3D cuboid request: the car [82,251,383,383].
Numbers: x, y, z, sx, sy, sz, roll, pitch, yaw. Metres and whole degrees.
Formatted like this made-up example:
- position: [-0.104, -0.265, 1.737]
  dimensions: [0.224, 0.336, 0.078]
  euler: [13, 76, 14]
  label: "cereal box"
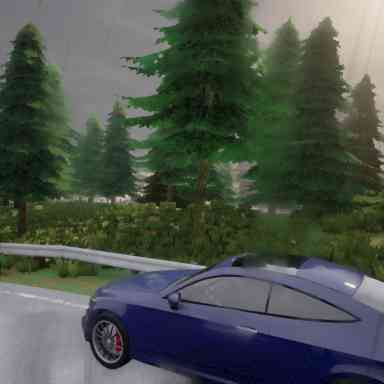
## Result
- position: [0.735, 1.499, 4.111]
  dimensions: [4.674, 1.442, 1.812]
  euler: [1, 1, 31]
  label: "car"
